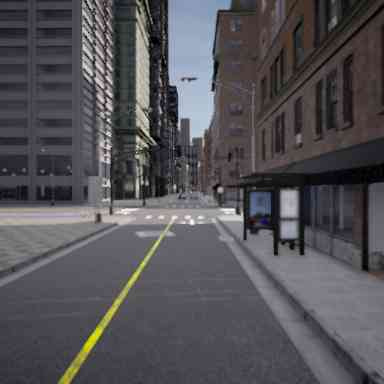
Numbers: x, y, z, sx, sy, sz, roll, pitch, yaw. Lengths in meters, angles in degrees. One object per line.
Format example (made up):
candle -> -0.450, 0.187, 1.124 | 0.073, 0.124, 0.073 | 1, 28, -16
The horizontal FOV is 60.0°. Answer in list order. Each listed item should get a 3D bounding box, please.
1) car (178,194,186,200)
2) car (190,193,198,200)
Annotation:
car -> -2.511, 1.251, 83.660 | 1.882, 1.535, 5.008 | 0, 0, 1
car -> 0.538, 1.308, 87.555 | 1.994, 1.385, 4.181 | 0, 0, 1
